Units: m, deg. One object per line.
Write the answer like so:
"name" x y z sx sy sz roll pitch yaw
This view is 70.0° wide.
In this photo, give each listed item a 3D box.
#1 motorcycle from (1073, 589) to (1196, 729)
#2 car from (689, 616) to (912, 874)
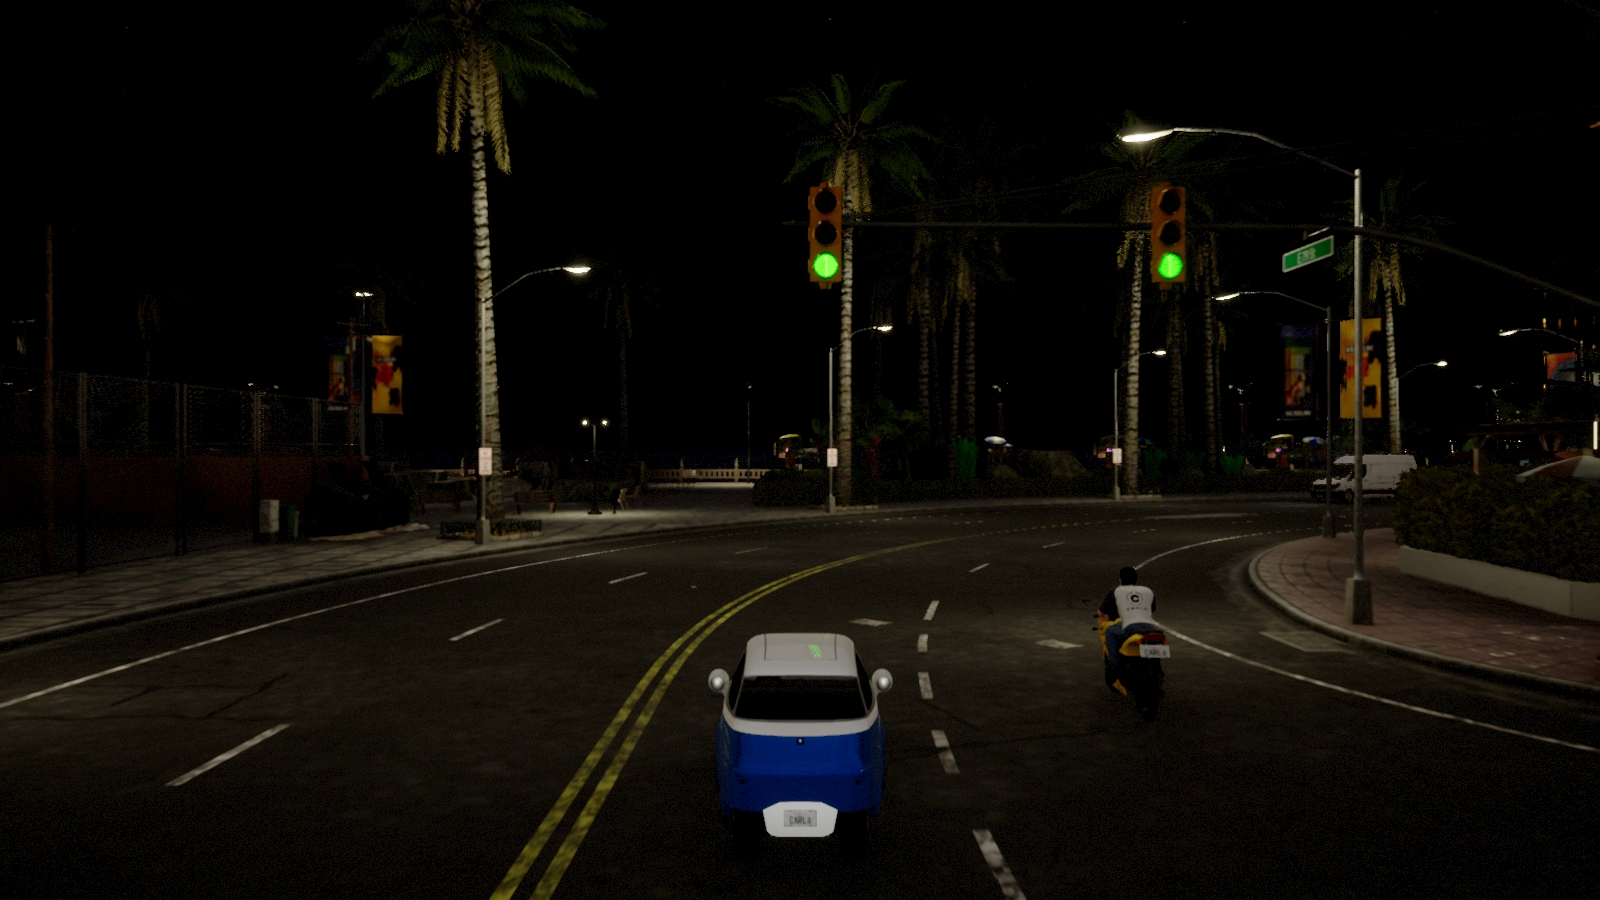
"motorcycle" 3.583 2.211 12.426 0.803 1.145 2.033 0 0 2
"car" 0.004 2.119 8.675 1.481 1.376 2.207 0 0 0
